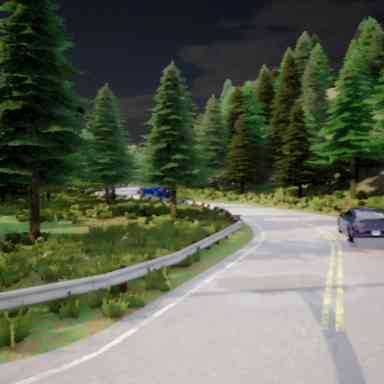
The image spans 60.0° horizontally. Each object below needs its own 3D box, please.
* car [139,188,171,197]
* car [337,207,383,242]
[{"bbox_3d":[-4.934,-0.166,44.911,2.150,2.045,5.566,0,4,-41],"label":"car"},{"bbox_3d":[8.116,1.454,15.729,1.812,1.442,4.674,-1,1,16],"label":"car"}]
